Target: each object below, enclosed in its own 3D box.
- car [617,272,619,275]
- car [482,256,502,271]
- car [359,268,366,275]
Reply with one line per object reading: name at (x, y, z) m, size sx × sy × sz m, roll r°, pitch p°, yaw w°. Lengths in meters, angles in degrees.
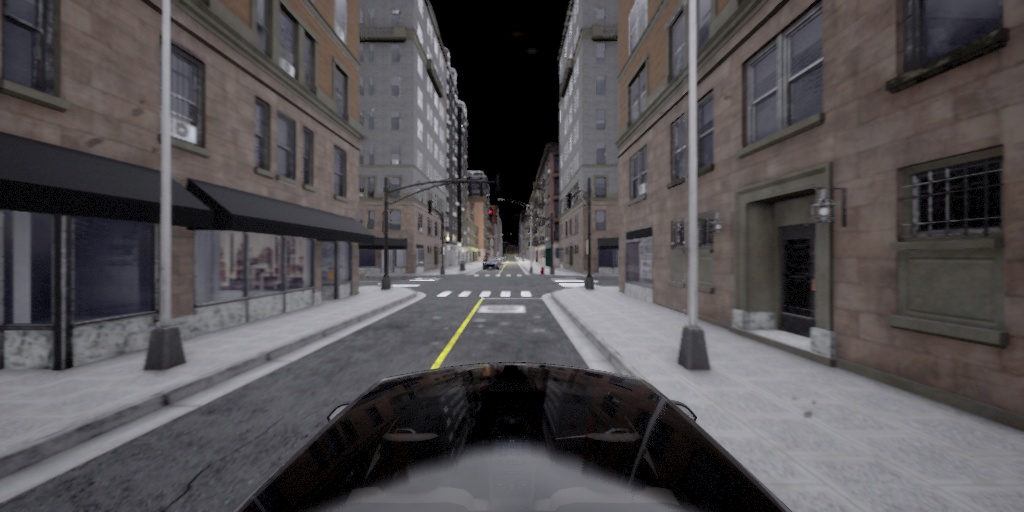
car at (11.635, 1.234, 31.014) m, size 4.829 × 1.417 × 1.751 m, roll 0°, pitch 0°, yaw 0°
car at (-2.747, 0.948, 47.339) m, size 2.097 × 1.767 × 4.553 m, roll 0°, pitch 0°, yaw 0°
car at (-15.248, 1.209, 31.054) m, size 4.829 × 1.417 × 1.751 m, roll 0°, pitch 0°, yaw 0°
